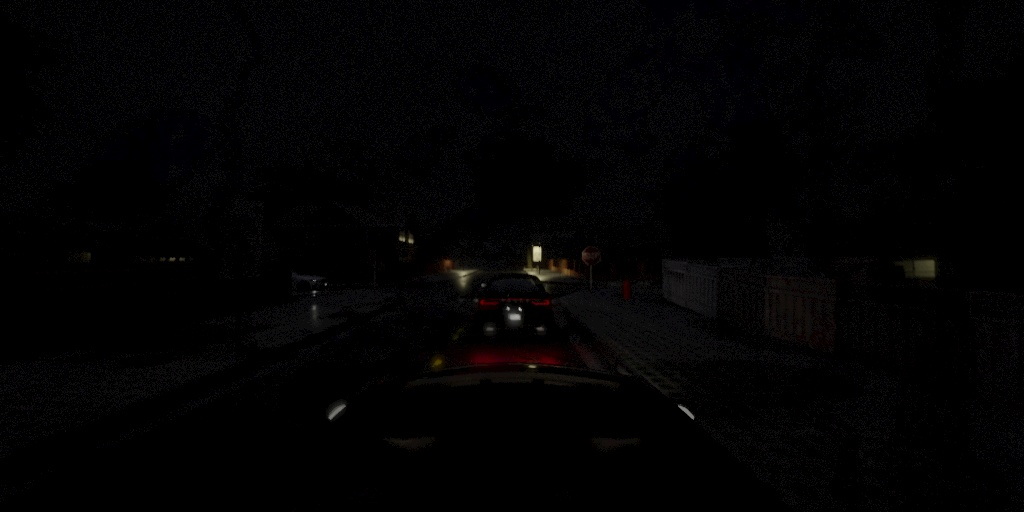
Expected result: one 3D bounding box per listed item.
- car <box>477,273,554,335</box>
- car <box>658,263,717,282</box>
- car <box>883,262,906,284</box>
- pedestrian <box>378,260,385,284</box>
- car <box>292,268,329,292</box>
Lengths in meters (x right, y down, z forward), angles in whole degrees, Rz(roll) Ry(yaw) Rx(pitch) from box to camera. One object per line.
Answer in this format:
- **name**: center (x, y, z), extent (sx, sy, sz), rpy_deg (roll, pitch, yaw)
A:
- **car**: center (0.074, 1.237, 10.545), extent (1.882, 1.535, 5.008), rpy_deg (0, 0, 0)
- **car**: center (12.190, 1.137, 23.528), extent (5.008, 1.535, 1.882), rpy_deg (-1, -2, 0)
- **car**: center (22.524, 1.009, 23.420), extent (5.008, 1.535, 1.882), rpy_deg (-1, -2, 0)
- **pedestrian**: center (-9.732, 1.189, 26.678), extent (0.375, 1.860, 0.375), rpy_deg (0, -1, 1)
- **car**: center (-13.139, 1.412, 20.826), extent (4.674, 1.442, 1.812), rpy_deg (-1, -2, 0)
